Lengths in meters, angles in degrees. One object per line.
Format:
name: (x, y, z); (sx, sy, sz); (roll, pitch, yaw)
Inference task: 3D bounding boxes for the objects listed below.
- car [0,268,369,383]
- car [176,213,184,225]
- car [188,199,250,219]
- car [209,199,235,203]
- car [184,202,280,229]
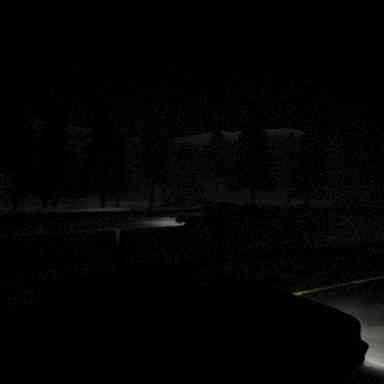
car: (-0.551, 1.534, 3.227); (5.357, 1.411, 2.033); (0, 0, -33)
car: (1.446, 1.538, 20.537); (4.718, 1.301, 1.895); (0, 0, -26)
car: (2.345, 1.392, 28.505); (5.008, 1.535, 1.882); (0, 0, -22)
car: (1.759, 1.451, 24.481); (4.674, 1.442, 1.812); (0, 0, -24)
car: (2.318, 1.456, 17.021); (4.892, 1.490, 1.837); (0, 0, -26)
